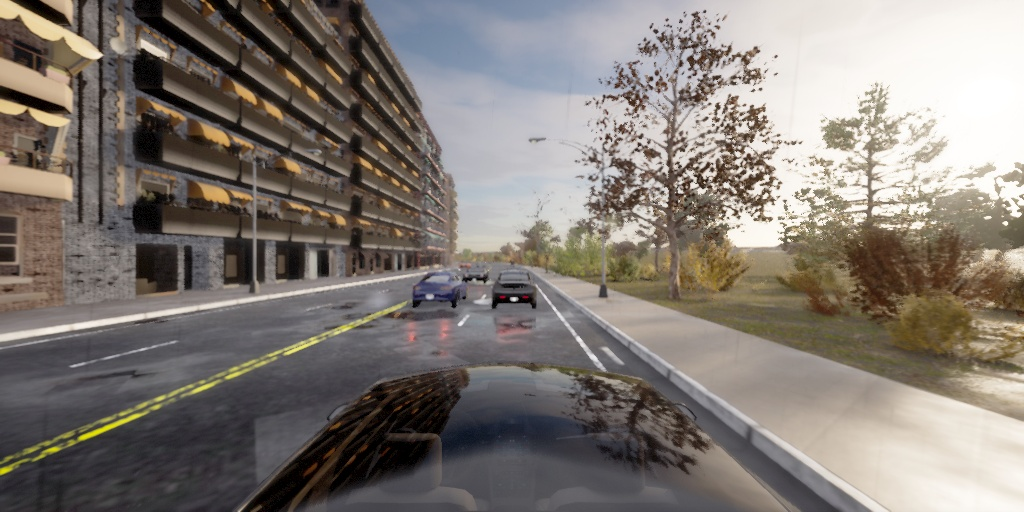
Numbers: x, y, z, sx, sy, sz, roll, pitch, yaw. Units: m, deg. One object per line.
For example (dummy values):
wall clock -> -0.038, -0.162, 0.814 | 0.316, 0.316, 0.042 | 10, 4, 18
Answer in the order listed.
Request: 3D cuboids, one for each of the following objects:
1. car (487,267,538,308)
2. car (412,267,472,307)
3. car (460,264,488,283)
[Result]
car -> 0.103, 1.397, 16.042 | 1.837, 1.490, 4.892 | 0, 0, 1
car -> -3.145, 1.415, 16.159 | 1.812, 1.442, 4.674 | 0, 0, 1
car -> -3.002, 1.635, 30.873 | 1.895, 1.301, 4.718 | 0, -1, 1
